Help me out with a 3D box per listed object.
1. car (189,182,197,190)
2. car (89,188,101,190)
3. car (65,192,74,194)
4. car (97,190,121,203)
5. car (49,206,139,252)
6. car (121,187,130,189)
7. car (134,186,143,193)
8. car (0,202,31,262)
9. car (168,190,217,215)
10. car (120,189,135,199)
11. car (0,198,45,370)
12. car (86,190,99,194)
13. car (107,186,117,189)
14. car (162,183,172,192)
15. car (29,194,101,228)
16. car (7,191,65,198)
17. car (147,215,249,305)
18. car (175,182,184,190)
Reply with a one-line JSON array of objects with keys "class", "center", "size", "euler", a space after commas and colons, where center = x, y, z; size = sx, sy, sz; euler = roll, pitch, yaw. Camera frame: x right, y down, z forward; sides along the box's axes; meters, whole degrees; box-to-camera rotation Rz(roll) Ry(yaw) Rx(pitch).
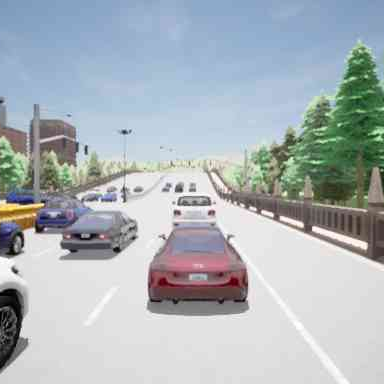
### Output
[{"class": "car", "center": [0.151, -0.827, 86.577], "size": [2.128, 1.511, 4.902], "euler": [0, 7, 0]}, {"class": "car", "center": [-20.942, 0.280, 71.096], "size": [2.150, 2.045, 5.566], "euler": [0, 3, 0]}, {"class": "car", "center": [-21.025, 0.830, 55.861], "size": [2.097, 1.767, 4.553], "euler": [0, 1, 0]}, {"class": "car", "center": [-14.027, 0.947, 56.272], "size": [1.882, 1.535, 5.008], "euler": [0, 1, 0]}, {"class": "car", "center": [-3.396, 1.424, 13.138], "size": [2.033, 1.411, 5.357], "euler": [0, 1, 0]}, {"class": "car", "center": [-17.354, -0.664, 85.897], "size": [1.895, 1.301, 4.718], "euler": [0, 6, 0]}, {"class": "car", "center": [-13.856, -0.763, 85.657], "size": [1.882, 1.535, 5.008], "euler": [0, 6, 0]}, {"class": "car", "center": [-6.893, 1.260, 9.785], "size": [2.097, 1.767, 4.553], "euler": [0, 1, 0]}, {"class": "car", "center": [0.112, 1.059, 17.433], "size": [2.150, 2.045, 5.566], "euler": [0, 1, 0]}, {"class": "car", "center": [-13.944, 0.614, 70.471], "size": [1.812, 1.442, 4.674], "euler": [0, 3, 0]}, {"class": "car", "center": [-3.398, 1.200, 2.365], "size": [2.150, 2.045, 5.566], "euler": [0, 1, 0]}, {"class": "car", "center": [-17.516, 0.949, 57.329], "size": [2.128, 1.511, 4.902], "euler": [0, 1, 1]}, {"class": "car", "center": [-20.849, -0.813, 86.637], "size": [2.033, 1.411, 5.357], "euler": [0, 6, 0]}, {"class": "car", "center": [-6.849, -0.829, 86.621], "size": [1.812, 1.442, 4.674], "euler": [0, 7, 0]}, {"class": "car", "center": [-6.939, 1.177, 18.715], "size": [2.097, 1.767, 4.553], "euler": [0, 1, -1]}, {"class": "car", "center": [-17.369, 0.879, 36.822], "size": [5.566, 2.045, 2.150], "euler": [0, 1, -20]}, {"class": "car", "center": [0.108, 1.488, 8.000], "size": [1.994, 1.385, 4.181], "euler": [0, 0, 0]}, {"class": "car", "center": [-3.352, -1.083, 86.176], "size": [2.150, 2.045, 5.566], "euler": [0, 7, 0]}]
